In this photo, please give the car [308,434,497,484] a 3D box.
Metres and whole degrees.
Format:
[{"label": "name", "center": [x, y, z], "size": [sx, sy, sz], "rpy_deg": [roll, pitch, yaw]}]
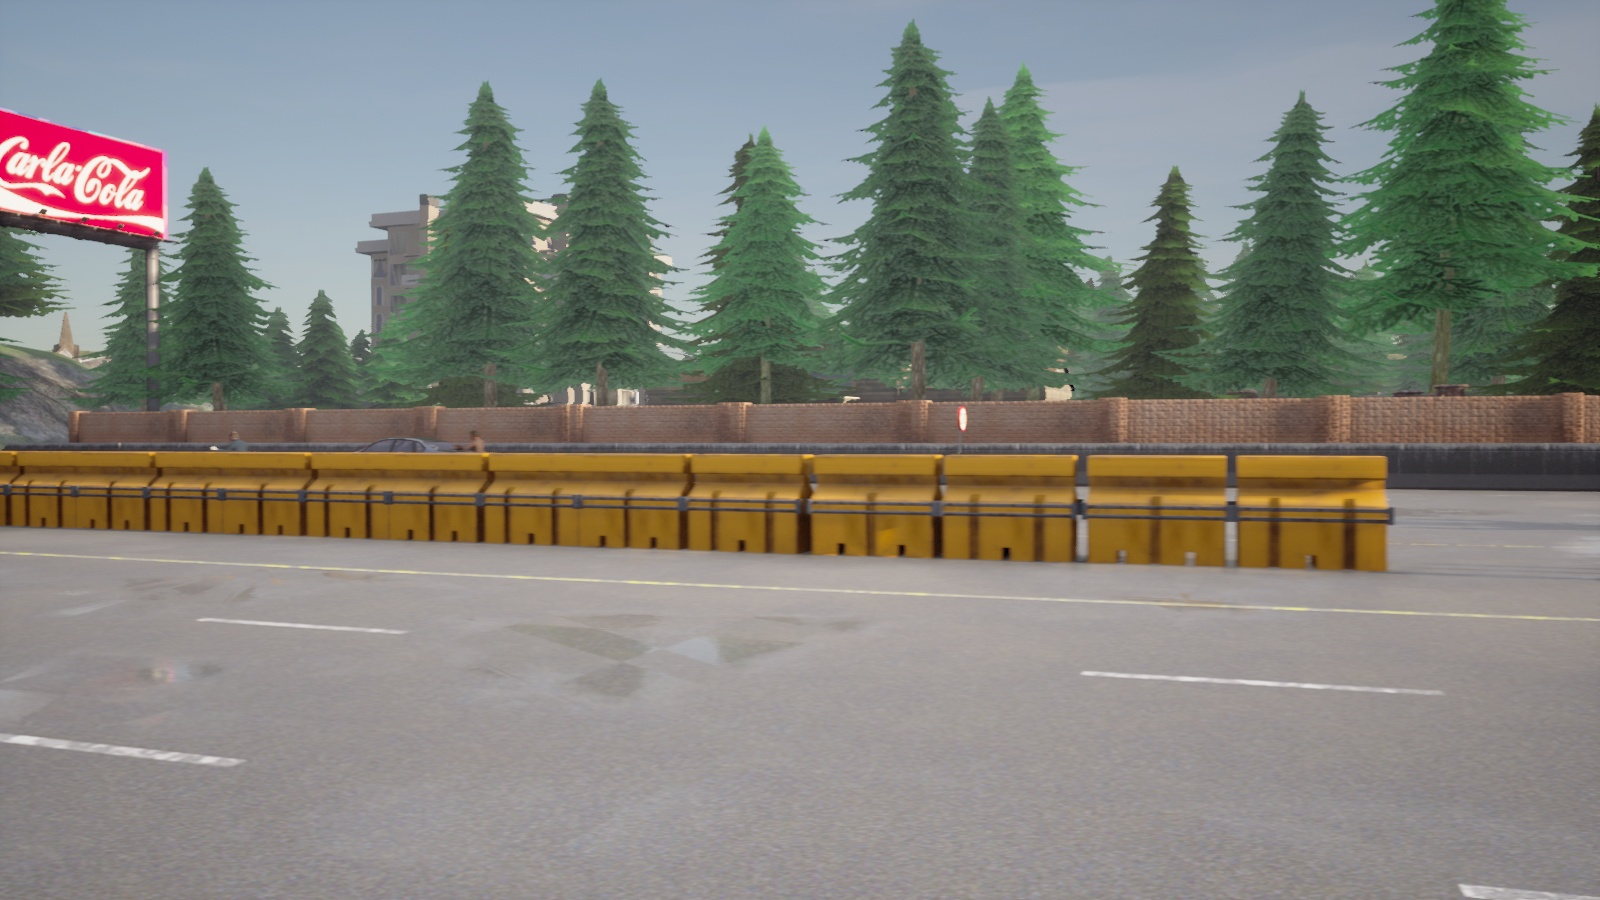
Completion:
[{"label": "car", "center": [-11.995, 0.230, 37.892], "size": [5.357, 1.411, 2.033], "rpy_deg": [1, 1, 22]}]
